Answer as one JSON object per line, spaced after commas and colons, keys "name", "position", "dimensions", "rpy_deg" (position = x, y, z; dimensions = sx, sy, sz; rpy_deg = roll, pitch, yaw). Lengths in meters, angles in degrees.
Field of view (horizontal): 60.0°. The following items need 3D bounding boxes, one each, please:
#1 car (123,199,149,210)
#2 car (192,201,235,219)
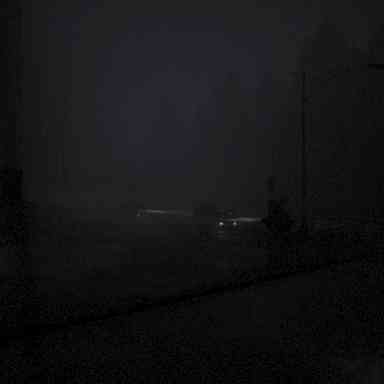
{"name": "car", "position": [-7.044, 1.546, 41.850], "dimensions": [1.994, 1.385, 4.181], "rpy_deg": [0, 0, -36]}
{"name": "car", "position": [1.809, 1.509, 29.534], "dimensions": [1.812, 1.442, 4.674], "rpy_deg": [0, 0, -36]}
